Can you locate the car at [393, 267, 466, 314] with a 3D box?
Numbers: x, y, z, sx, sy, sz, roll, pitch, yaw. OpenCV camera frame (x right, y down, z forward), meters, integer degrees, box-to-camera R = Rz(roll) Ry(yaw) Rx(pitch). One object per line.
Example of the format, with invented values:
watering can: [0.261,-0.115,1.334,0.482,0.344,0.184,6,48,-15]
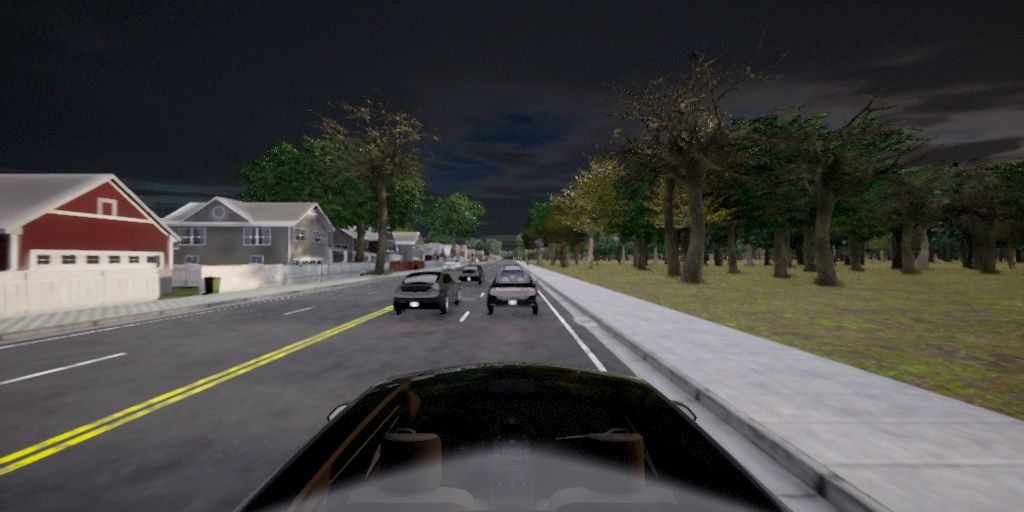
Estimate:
car: [-3.203,1.354,14.271,1.837,1.490,4.892,0,0,1]

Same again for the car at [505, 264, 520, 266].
car: [0.058,1.452,30.505,1.882,1.535,5.008,0,0,1]

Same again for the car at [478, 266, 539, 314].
car: [0.046,1.340,14.246,2.128,1.511,4.902,0,0,1]

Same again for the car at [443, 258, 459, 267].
car: [-9.806,1.412,58.587,2.150,2.045,5.566,0,0,1]

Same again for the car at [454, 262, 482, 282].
car: [-3.204,1.471,29.303,1.837,1.490,4.892,0,0,1]

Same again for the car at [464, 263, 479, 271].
car: [-6.558,1.792,58.674,1.895,1.301,4.718,0,0,1]
